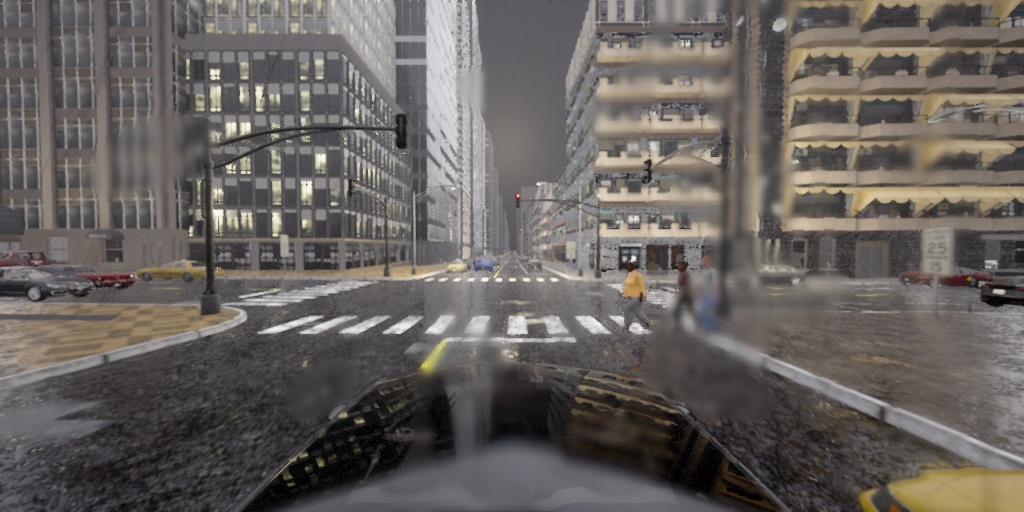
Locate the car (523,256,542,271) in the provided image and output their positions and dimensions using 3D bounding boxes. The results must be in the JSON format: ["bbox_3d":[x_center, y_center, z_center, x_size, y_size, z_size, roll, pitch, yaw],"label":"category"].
[{"bbox_3d":[2.695,1.024,43.376,2.007,1.370,4.403,0,0,0],"label":"car"}]

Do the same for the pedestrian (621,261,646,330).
[{"bbox_3d":[3.139,0.993,9.285,0.375,1.860,0.375,-1,1,0],"label":"pedestrian"}]

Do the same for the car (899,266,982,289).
[{"bbox_3d":[27.377,1.327,22.749,4.507,1.381,1.888,0,0,1],"label":"car"}]

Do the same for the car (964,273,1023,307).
[{"bbox_3d":[21.717,1.494,14.449,4.313,1.339,1.948,0,0,1],"label":"car"}]

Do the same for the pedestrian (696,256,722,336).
[{"bbox_3d":[4.474,0.842,8.040,0.375,1.860,0.375,-1,1,0],"label":"pedestrian"}]

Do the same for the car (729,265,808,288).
[{"bbox_3d":[16.311,1.240,22.905,4.403,1.370,2.007,0,0,1],"label":"car"}]

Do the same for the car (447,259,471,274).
[{"bbox_3d":[-5.686,1.037,37.553,1.751,1.417,4.829,0,0,0],"label":"car"}]

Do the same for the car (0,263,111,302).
[{"bbox_3d":[-20.285,1.119,15.073,4.403,1.370,2.007,0,0,1],"label":"car"}]

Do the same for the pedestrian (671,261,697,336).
[{"bbox_3d":[4.171,0.997,8.684,0.375,1.860,0.375,-1,1,0],"label":"pedestrian"}]

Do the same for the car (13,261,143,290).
[{"bbox_3d":[-21.582,1.099,17.636,4.718,1.301,1.895,1,1,1],"label":"car"}]

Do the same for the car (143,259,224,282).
[{"bbox_3d":[-21.664,0.892,23.405,4.829,1.417,1.751,0,0,1],"label":"car"}]

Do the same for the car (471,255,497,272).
[{"bbox_3d":[-3.080,0.973,40.103,1.882,1.535,5.008,0,0,0],"label":"car"}]

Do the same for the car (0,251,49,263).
[{"bbox_3d":[-33.611,0.574,23.611,5.009,1.841,2.192,0,0,1],"label":"car"}]

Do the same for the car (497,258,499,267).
[{"bbox_3d":[-3.051,0.877,56.868,2.128,1.511,4.902,0,0,1],"label":"car"}]
